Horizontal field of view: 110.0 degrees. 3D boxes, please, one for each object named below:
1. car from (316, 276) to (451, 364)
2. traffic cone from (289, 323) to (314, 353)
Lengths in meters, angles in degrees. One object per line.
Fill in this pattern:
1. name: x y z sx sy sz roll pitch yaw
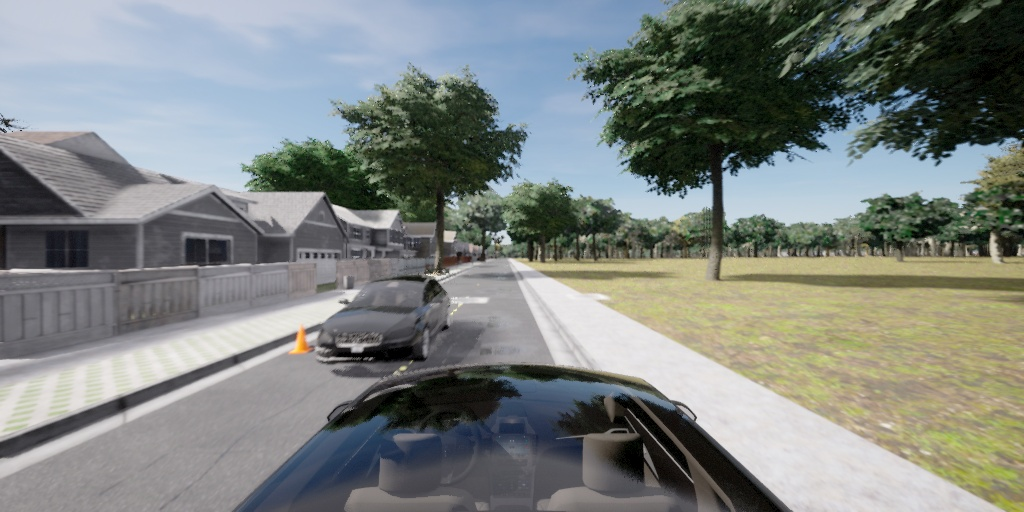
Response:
1. car: -2.558 1.249 8.221 1.837 1.490 4.892 0 0 -2
2. traffic cone: -4.439 1.714 7.581 0.340 0.580 0.340 0 0 -1
